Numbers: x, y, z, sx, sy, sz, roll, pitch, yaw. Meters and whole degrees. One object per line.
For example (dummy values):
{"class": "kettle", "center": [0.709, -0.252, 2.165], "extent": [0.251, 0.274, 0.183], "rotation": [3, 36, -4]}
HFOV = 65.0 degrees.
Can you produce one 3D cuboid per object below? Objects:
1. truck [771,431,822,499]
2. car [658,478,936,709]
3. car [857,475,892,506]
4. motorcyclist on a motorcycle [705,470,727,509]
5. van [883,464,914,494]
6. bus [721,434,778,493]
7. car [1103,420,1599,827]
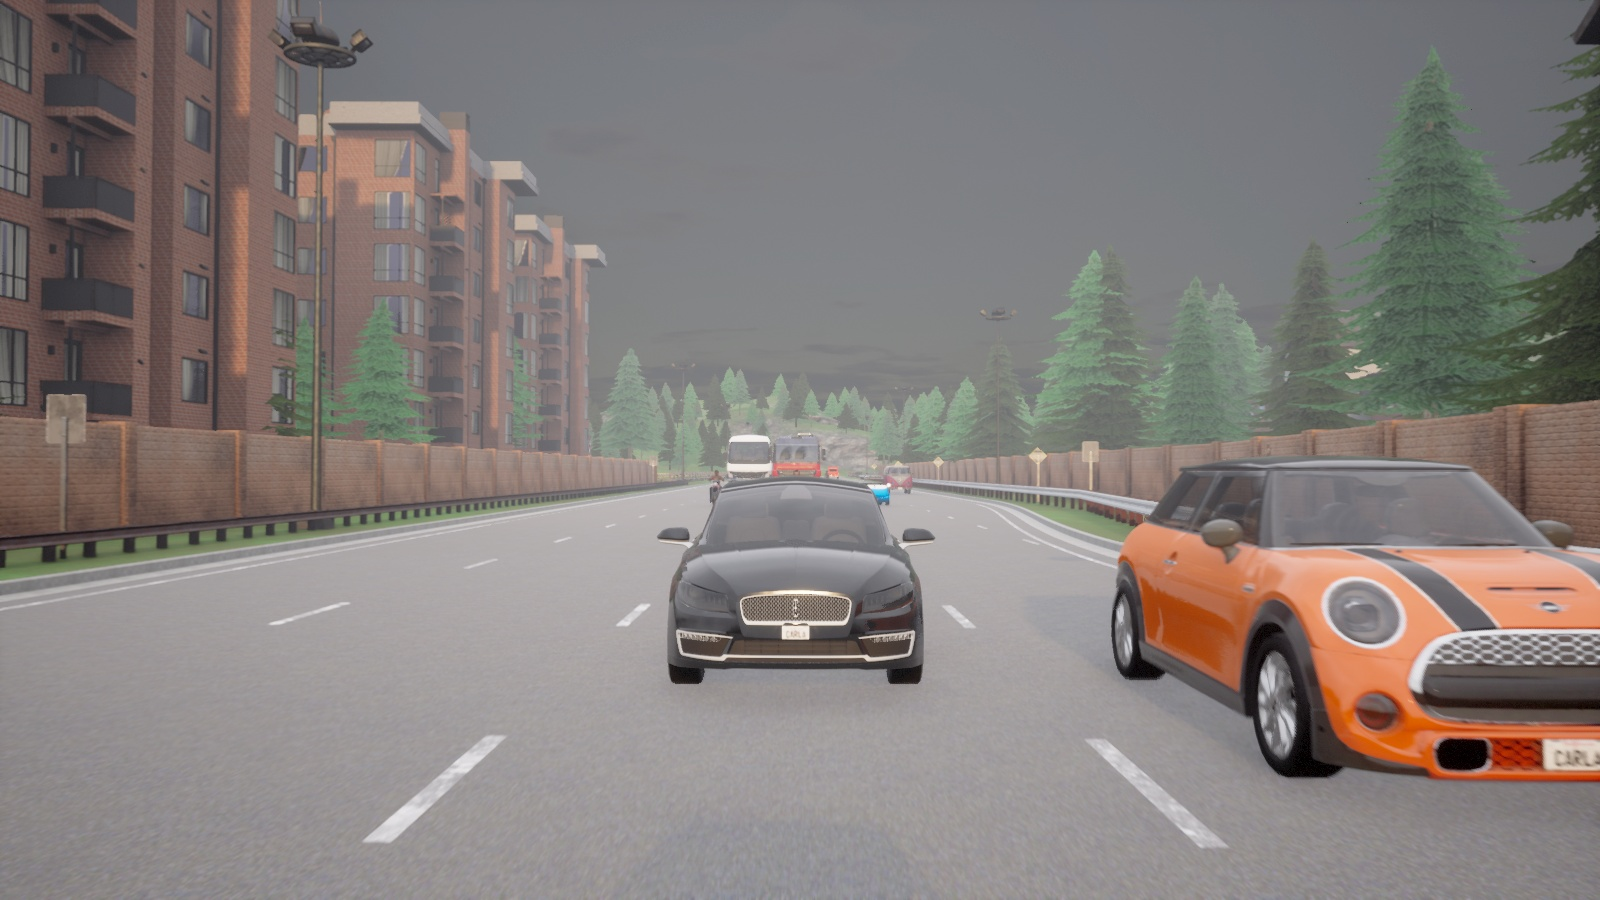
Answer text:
{"class": "truck", "center": [-0.189, 0.921, 75.889], "extent": [2.891, 3.827, 8.468], "rotation": [0, -1, 0]}
{"class": "car", "center": [-0.026, 1.000, 10.751], "extent": [1.837, 1.490, 4.892], "rotation": [0, -1, 0]}
{"class": "car", "center": [3.362, 1.810, 56.973], "extent": [1.481, 1.376, 2.207], "rotation": [0, -1, 0]}
{"class": "motorcyclist on a motorcycle", "center": [-3.632, 1.691, 54.440], "extent": [0.766, 1.649, 2.350], "rotation": [0, -1, 0]}
{"class": "van", "center": [6.786, 1.999, 87.131], "extent": [1.775, 1.987, 4.442], "rotation": [0, -1, 0]}
{"class": "bus", "center": [-3.715, 1.049, 95.334], "extent": [3.944, 4.253, 10.273], "rotation": [0, -1, 0]}
{"class": "car", "center": [3.480, 0.789, 7.758], "extent": [2.097, 1.767, 4.553], "rotation": [0, -1, 0]}
